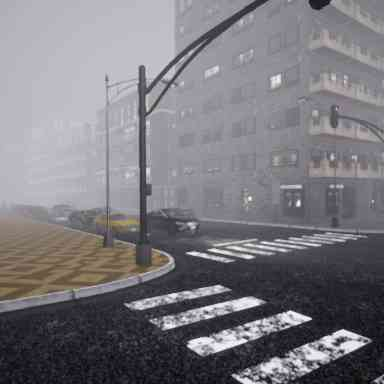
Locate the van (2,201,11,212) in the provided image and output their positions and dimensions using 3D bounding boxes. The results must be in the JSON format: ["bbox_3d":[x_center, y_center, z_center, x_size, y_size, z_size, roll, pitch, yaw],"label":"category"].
[{"bbox_3d":[-31.618,2.432,57.390,1.690,1.788,3.998,-2,0,-36],"label":"van"}]

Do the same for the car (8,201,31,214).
[{"bbox_3d":[-24.915,2.448,48.278,1.887,1.381,4.507,-2,0,-36],"label":"car"}]

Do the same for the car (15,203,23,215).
[{"bbox_3d":[-21.566,2.392,43.722,1.802,1.307,4.206,-2,0,-36],"label":"car"}]

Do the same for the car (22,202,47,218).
[{"bbox_3d":[-18.219,2.261,39.166,1.887,1.381,4.507,-2,0,-36],"label":"car"}]

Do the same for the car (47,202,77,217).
[{"bbox_3d":[-15.404,2.177,39.757,1.837,1.490,4.892,-1,0,-36],"label":"car"}]

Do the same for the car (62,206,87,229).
[{"bbox_3d":[-8.175,2.001,25.498,1.947,1.339,4.313,-2,0,-36],"label":"car"}]

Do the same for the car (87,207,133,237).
[{"bbox_3d":[-4.728,1.865,20.805,1.752,1.417,4.829,-2,0,-36],"label":"car"}]

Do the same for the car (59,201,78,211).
[{"bbox_3d":[-21.515,2.365,57.797,1.967,1.590,4.097,-2,0,-36],"label":"car"}]

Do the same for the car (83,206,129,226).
[{"bbox_3d":[-7.666,2.005,29.199,2.033,1.411,5.357,-1,-1,-36],"label":"car"}]

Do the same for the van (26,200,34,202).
[{"bbox_3d":[-41.607,2.830,85.133,1.690,1.788,3.998,-2,0,-36],"label":"van"}]

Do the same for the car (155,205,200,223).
[{"bbox_3d":[-1.424,1.914,30.461,2.008,1.369,4.403,-2,0,-36],"label":"car"}]

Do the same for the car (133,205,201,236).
[{"bbox_3d":[-1.397,1.774,20.663,2.128,1.511,4.902,-1,-1,-36],"label":"car"}]
